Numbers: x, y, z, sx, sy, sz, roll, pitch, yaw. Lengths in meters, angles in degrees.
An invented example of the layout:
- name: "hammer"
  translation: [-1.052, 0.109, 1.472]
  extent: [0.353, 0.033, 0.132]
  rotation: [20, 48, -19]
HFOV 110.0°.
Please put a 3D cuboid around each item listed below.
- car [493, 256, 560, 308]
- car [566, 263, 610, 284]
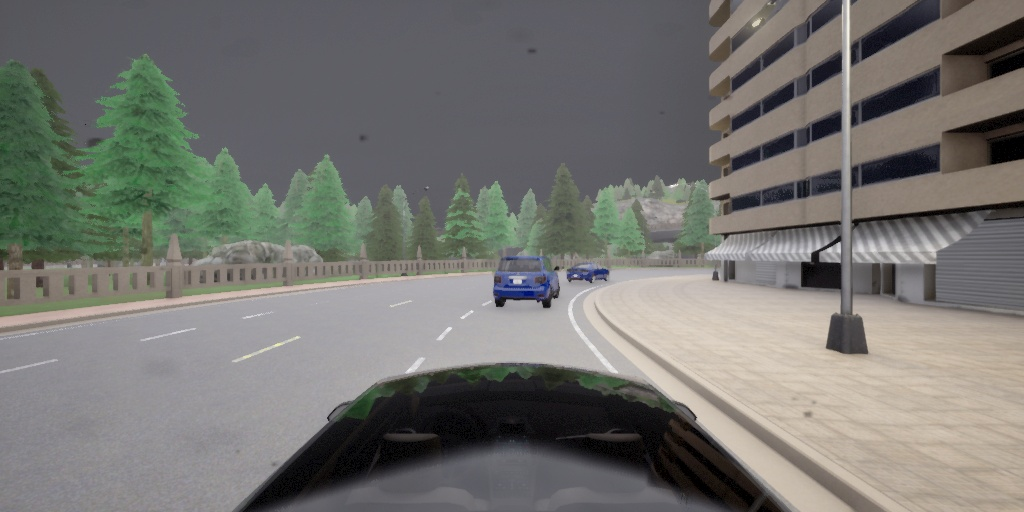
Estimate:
- name: "car"
  translation: [0.765, 1.008, 15.357]
  extent: [2.150, 2.045, 5.566]
  rotation: [0, 0, 12]
- name: "car"
  translation: [5.853, 1.235, 27.168]
  extent: [1.882, 1.535, 5.008]
  rotation: [0, 0, 34]
